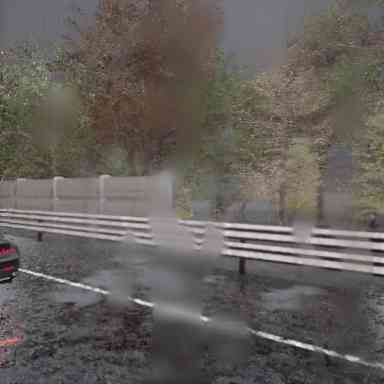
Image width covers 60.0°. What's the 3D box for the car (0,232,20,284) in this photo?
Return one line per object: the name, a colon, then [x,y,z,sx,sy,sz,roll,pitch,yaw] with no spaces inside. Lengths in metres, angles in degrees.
car: [-6.184,1.469,8.279,4.892,1.490,1.837,0,0,35]
